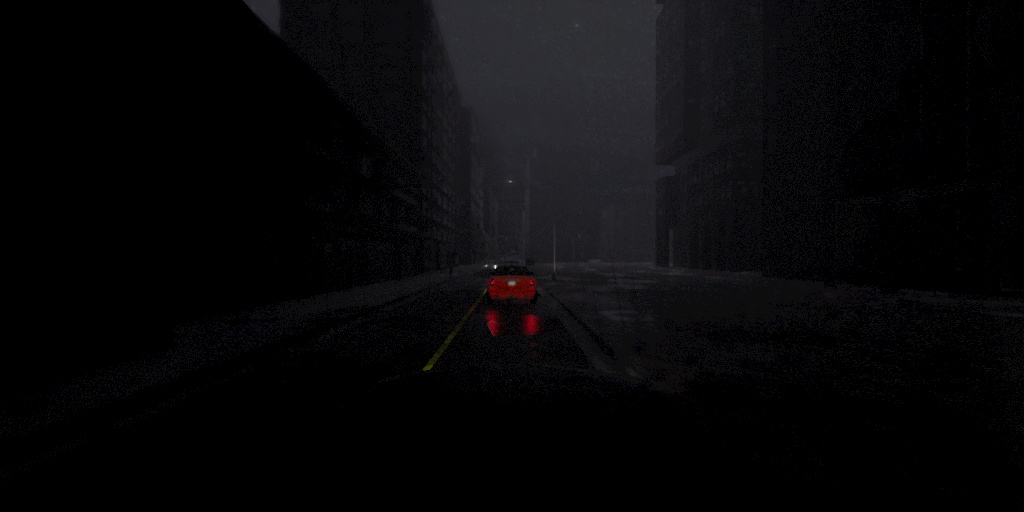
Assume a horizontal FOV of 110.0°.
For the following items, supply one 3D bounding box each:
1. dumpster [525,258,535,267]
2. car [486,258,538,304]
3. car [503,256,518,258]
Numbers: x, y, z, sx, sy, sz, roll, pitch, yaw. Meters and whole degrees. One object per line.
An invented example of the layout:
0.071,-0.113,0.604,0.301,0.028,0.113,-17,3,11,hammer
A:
3.135,1.143,62.800,1.020,1.700,1.940,0,0,0,dumpster
0.000,1.115,16.470,2.097,1.767,4.553,0,0,0,car
0.000,1.115,31.471,2.097,1.767,4.553,0,0,0,car
